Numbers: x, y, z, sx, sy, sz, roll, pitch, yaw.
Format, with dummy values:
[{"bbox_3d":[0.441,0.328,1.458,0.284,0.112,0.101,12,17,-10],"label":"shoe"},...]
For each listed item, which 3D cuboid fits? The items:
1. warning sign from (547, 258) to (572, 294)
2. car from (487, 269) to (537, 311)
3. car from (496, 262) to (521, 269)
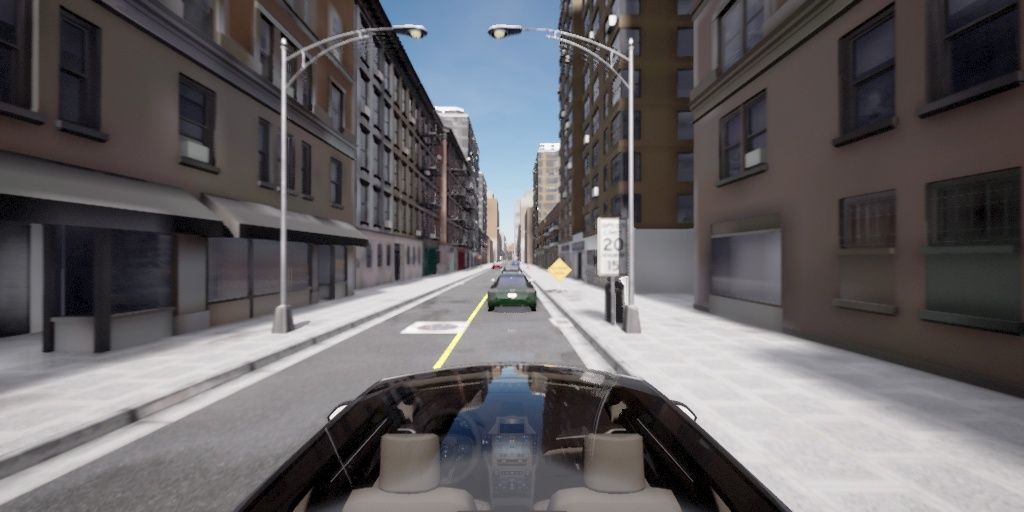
[{"bbox_3d":[2.514,1.027,19.095,1.300,1.860,1.060,0,0,0],"label":"warning sign"},{"bbox_3d":[0.020,1.442,15.340,1.994,1.385,4.181,0,0,0],"label":"car"},{"bbox_3d":[0.014,1.507,30.376,2.128,1.511,4.902,0,0,0],"label":"car"}]
